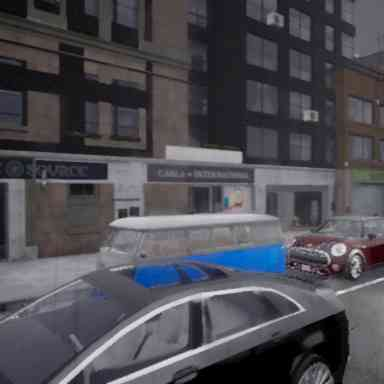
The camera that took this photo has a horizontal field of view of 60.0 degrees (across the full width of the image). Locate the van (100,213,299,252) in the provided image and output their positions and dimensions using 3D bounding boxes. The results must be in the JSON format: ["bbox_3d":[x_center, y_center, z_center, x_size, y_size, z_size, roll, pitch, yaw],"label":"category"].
[{"bbox_3d":[0.104,1.342,6.609,3.998,1.788,1.690,0,0,-35],"label":"van"}]

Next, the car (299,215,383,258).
[{"bbox_3d":[4.585,1.447,9.793,4.097,1.590,1.967,0,0,-35],"label":"car"}]

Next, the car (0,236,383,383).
[{"bbox_3d":[-0.517,1.492,3.008,4.902,1.511,2.128,0,0,-36],"label":"car"}]
